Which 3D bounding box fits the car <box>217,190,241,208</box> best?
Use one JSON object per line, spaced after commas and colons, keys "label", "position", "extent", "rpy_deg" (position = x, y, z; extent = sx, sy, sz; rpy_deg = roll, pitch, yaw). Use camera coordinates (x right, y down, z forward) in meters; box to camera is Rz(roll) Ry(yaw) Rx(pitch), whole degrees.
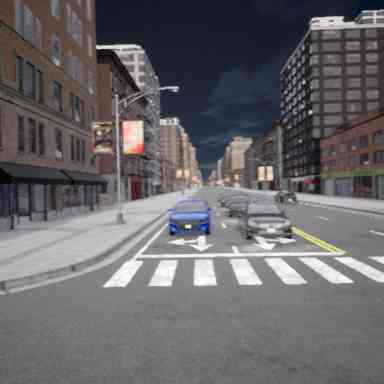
{"label": "car", "position": [3.847, 0.772, 34.285], "extent": [1.837, 1.490, 4.892], "rpy_deg": [-1, 1, 2]}

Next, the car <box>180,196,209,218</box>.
{"label": "car", "position": [0.263, 1.071, 25.689], "extent": [1.994, 1.385, 4.181], "rpy_deg": [-1, 1, 2]}

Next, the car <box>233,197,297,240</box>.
{"label": "car", "position": [3.114, 1.168, 15.038], "extent": [1.812, 1.442, 4.674], "rpy_deg": [-1, 1, 2]}

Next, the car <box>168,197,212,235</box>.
{"label": "car", "position": [-0.068, 1.159, 16.733], "extent": [1.882, 1.535, 5.008], "rpy_deg": [-1, 1, 2]}

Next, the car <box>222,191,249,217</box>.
{"label": "car", "position": [3.461, 0.967, 24.282], "extent": [1.837, 1.490, 4.892], "rpy_deg": [-1, 1, 2]}

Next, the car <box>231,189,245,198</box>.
{"label": "car", "position": [8.221, 0.260, 59.671], "extent": [1.994, 1.385, 4.181], "rpy_deg": [-1, 1, 2]}

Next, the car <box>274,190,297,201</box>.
{"label": "car", "position": [10.684, 0.544, 38.379], "extent": [1.837, 1.490, 4.892], "rpy_deg": [-1, 1, 2]}
